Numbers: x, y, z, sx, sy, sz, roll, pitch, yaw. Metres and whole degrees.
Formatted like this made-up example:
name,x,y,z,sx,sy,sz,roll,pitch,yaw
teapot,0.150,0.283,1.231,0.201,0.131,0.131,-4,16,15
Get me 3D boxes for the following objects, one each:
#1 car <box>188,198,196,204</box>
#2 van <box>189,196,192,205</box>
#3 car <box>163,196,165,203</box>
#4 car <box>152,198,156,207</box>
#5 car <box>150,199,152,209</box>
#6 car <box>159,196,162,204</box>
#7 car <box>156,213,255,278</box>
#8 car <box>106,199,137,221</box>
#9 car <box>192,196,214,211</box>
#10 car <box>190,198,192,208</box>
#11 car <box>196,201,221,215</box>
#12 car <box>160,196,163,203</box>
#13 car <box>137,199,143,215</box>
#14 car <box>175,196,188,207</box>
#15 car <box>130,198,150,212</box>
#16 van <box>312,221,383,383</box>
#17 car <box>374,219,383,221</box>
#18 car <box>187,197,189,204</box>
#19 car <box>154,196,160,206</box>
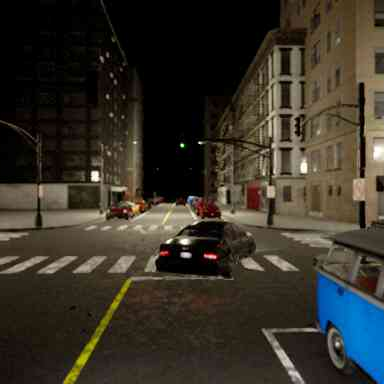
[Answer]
name,x,y,z,sx,sy,sz,roll,pitch,yaw
car,-0.101,2.082,78.791,1.752,1.417,4.829,0,0,-2
van,0.861,1.711,51.593,1.690,1.788,3.998,0,0,-2
car,-8.115,1.872,78.339,2.192,1.841,5.009,0,0,-2
car,-7.159,1.937,51.308,1.947,1.339,4.313,0,0,-2
car,-6.962,1.858,45.732,1.752,1.417,4.829,0,0,-2
car,-7.732,2.049,67.526,1.947,1.339,4.313,0,0,-2
car,0.689,1.629,10.571,2.033,1.411,5.357,0,-1,19
car,-6.395,1.658,29.685,1.967,1.590,4.097,0,0,-2
car,1.434,1.570,35.375,2.192,1.841,5.009,0,0,-2
car,1.052,1.877,46.185,1.887,1.381,4.507,0,0,-2
car,1.625,1.761,29.968,1.887,1.381,4.507,0,0,-2
car,-7.924,2.102,72.932,1.802,1.307,4.206,0,0,-2
car,-6.580,1.781,34.920,1.752,1.417,4.829,0,0,-2
car,-2.011,1.960,60.791,1.812,1.442,4.674,0,0,-2
car,-6.777,1.611,40.497,2.192,1.841,5.009,0,0,-2
van,2.575,1.363,3.106,1.690,1.788,3.998,0,0,-2
car,12.907,1.756,18.691,5.357,1.411,2.033,0,0,-2
car,0.670,1.973,56.998,1.947,1.339,4.313,0,0,-2
car,-7.541,1.997,62.120,2.008,1.369,4.403,0,0,-2
